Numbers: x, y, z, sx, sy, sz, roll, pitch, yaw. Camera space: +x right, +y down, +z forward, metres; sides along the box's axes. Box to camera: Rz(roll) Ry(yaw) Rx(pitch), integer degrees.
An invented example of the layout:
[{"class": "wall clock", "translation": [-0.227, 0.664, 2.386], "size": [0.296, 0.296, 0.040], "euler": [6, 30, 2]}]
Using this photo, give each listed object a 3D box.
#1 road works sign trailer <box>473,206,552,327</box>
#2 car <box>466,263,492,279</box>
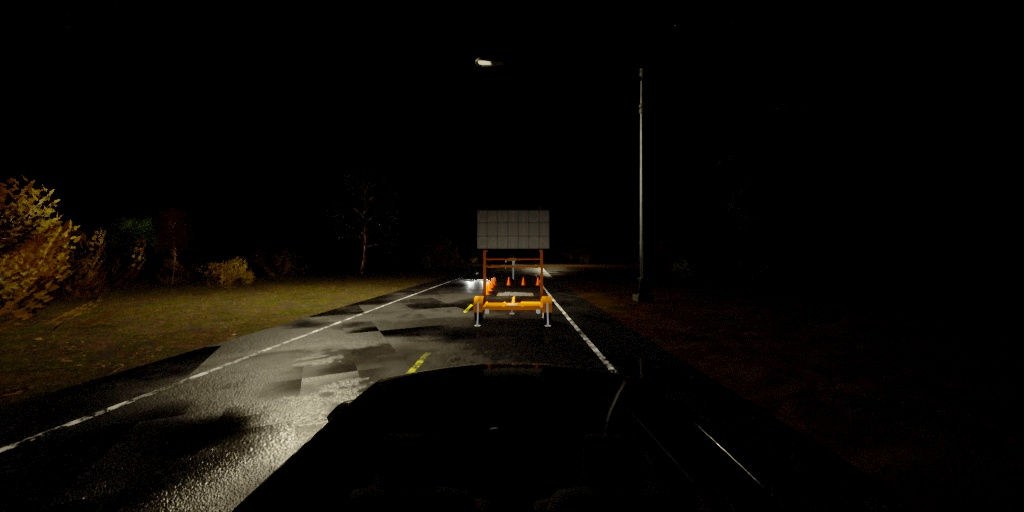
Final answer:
[{"class": "road works sign trailer", "translation": [0.042, 0.214, 11.569], "size": [2.380, 3.560, 2.880], "euler": [0, 0, 1]}, {"class": "car", "translation": [-2.912, 1.311, 32.446], "size": [1.994, 1.385, 4.181], "euler": [0, 0, 2]}]
